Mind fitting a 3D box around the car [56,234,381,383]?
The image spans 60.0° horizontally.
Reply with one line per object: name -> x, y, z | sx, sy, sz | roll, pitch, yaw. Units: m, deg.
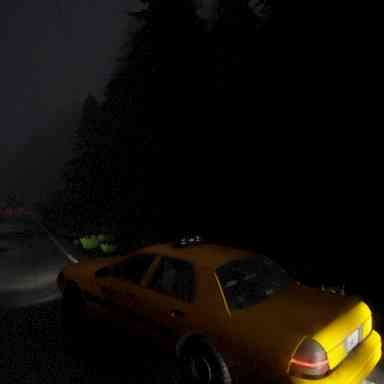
car -> -0.251, 1.417, 5.068 | 5.366, 1.575, 1.801 | 1, 1, 44

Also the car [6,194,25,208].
car -> -21.196, 1.051, 40.010 | 2.128, 1.511, 4.902 | -2, 2, -27
